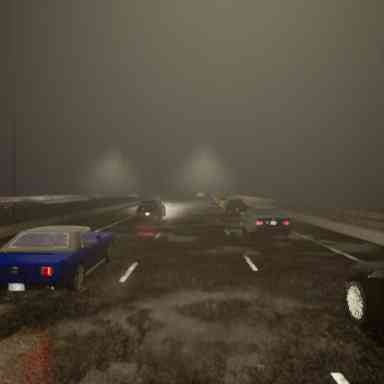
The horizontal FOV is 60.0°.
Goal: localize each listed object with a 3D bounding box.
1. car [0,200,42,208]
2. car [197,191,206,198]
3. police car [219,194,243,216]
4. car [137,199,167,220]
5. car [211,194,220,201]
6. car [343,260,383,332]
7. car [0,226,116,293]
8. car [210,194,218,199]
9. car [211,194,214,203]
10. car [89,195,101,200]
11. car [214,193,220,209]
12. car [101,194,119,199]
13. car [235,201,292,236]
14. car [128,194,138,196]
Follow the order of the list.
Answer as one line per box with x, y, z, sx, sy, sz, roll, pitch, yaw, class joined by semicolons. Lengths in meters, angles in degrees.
-13.845;1.368;27.818;1.994;1.385;4.181;0;0;1;car
2.540;0.643;92.874;2.150;2.045;5.566;0;0;3;car
3.786;1.218;30.230;1.930;1.638;5.238;0;0;1;police car
-3.171;1.320;26.443;1.837;1.490;4.892;0;0;1;car
5.134;1.121;73.789;1.837;1.490;4.892;0;0;2;car
3.618;1.479;4.058;1.837;1.490;4.892;0;1;0;car
-3.366;1.539;8.656;1.895;1.301;4.718;0;0;0;car
5.646;1.190;84.731;1.895;1.301;4.718;0;0;3;car
4.326;1.145;52.149;1.801;1.575;5.366;0;0;2;car
-19.618;1.203;68.224;1.895;1.301;4.718;0;0;2;car
4.022;1.190;41.231;1.801;1.575;5.366;0;0;1;car
-16.154;1.123;67.270;1.837;1.490;4.892;0;0;2;car
3.705;1.426;17.508;2.033;1.411;5.357;0;0;1;car
-12.533;1.139;70.171;2.128;1.511;4.902;0;0;2;car
